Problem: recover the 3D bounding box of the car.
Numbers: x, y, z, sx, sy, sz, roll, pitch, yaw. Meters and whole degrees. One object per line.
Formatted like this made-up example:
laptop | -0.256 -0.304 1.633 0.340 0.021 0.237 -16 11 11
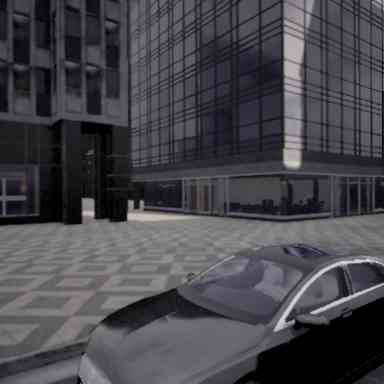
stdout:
car | 1.129 1.485 4.170 4.902 1.511 2.128 0 0 -35
